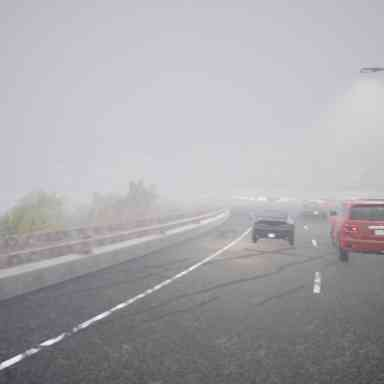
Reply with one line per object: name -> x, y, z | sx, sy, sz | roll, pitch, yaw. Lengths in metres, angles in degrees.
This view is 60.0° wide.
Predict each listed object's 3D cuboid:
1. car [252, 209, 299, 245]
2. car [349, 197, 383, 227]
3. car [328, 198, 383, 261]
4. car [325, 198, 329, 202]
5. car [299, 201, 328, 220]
car -> 4.143, 1.599, 16.432 | 1.837, 1.490, 4.892 | 1, 0, 18
car -> 13.996, 1.462, 25.874 | 2.150, 2.045, 5.566 | 1, 0, 14
car -> 6.551, 1.334, 12.489 | 2.150, 2.045, 5.566 | 1, 0, 20
car -> 23.025, 1.786, 54.929 | 2.097, 1.767, 4.553 | 1, 0, 29
car -> 11.174, 1.785, 31.023 | 1.994, 1.385, 4.181 | 1, 0, 10
